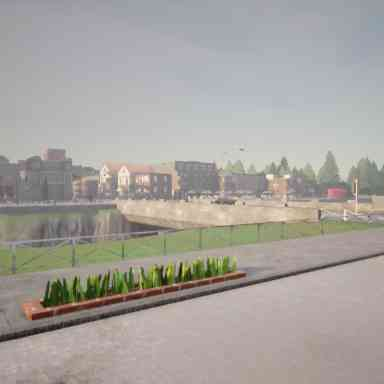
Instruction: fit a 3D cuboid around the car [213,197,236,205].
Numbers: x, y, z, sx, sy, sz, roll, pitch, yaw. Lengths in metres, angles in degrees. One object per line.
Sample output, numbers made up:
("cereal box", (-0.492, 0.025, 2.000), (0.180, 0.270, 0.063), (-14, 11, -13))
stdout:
("car", (4.904, 1.525, 51.174), (1.812, 1.442, 4.674), (0, 0, -35))
